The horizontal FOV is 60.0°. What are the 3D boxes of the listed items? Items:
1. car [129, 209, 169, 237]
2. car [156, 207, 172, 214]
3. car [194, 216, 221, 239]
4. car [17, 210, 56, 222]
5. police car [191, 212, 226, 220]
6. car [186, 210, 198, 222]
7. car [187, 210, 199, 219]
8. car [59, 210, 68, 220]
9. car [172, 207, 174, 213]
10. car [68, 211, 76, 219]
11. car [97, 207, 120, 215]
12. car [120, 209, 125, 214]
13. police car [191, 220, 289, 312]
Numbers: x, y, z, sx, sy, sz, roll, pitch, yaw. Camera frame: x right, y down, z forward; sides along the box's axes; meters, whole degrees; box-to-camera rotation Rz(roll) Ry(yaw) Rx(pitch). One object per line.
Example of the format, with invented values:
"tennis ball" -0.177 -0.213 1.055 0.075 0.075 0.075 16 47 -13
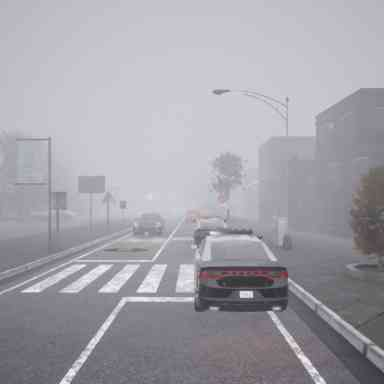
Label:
"car" -3.161 2.391 25.434 2.097 1.767 4.553 0 -2 0
"car" -8.477 5.086 87.000 4.892 1.521 2.231 0 -3 0
"car" 1.060 2.527 24.543 1.812 1.442 4.674 0 -2 0
"car" -21.773 3.396 46.155 4.674 1.452 2.002 0 -2 0
"police car" 1.034 2.179 18.658 1.930 1.638 5.238 0 -2 0
"car" 0.203 3.277 46.658 2.097 1.767 4.553 0 -2 1
"car" 0.244 4.032 60.089 2.033 1.411 5.357 0 -2 0
"car" -21.753 3.495 49.430 4.892 1.521 2.231 0 -2 0
"car" -8.497 4.963 89.809 5.566 2.045 2.435 0 -3 0
"car" -21.748 3.631 52.700 5.008 1.535 2.097 0 -2 0
"car" -21.571 4.964 84.306 5.008 1.535 2.097 0 -2 0
"car" -21.553 5.217 89.868 5.008 1.535 2.097 0 -3 0
"police car" 0.998 1.766 8.656 1.930 1.638 5.238 0 -2 0
